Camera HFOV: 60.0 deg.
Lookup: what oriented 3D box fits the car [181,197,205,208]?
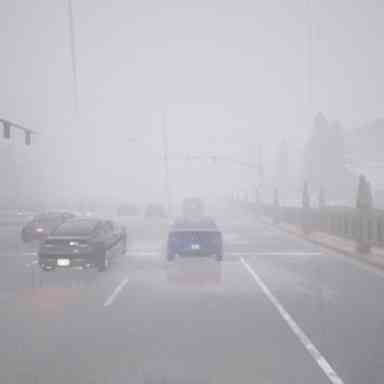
[{"bbox_3d":[0.107,1.519,33.397,2.150,2.045,5.566,0,-1,0],"label":"car"}]

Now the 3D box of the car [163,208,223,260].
[{"bbox_3d":[0.102,1.594,12.971,1.882,1.535,5.008,0,0,0],"label":"car"}]

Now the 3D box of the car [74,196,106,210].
[{"bbox_3d":[-14.068,1.629,45.885,2.150,2.045,5.566,0,-1,0],"label":"car"}]

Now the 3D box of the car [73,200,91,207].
[{"bbox_3d":[-20.986,2.167,63.909,1.895,1.301,4.718,0,-1,0],"label":"car"}]

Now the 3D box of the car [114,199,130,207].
[{"bbox_3d":[-13.986,2.136,66.711,2.033,1.411,5.357,0,-1,0],"label":"car"}]

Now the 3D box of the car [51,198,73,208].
[{"bbox_3d":[-20.989,1.828,53.769,2.097,1.767,4.553,0,-1,0],"label":"car"}]

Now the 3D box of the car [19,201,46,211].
[{"bbox_3d":[-21.065,1.916,44.110,1.812,1.442,4.674,0,-1,0],"label":"car"}]

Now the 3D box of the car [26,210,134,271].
[{"bbox_3d":[-3.399,1.607,11.213,1.837,1.490,4.892,0,0,0],"label":"car"}]

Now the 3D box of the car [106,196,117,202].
[{"bbox_3d":[-13.988,1.720,56.208,2.150,2.045,5.566,0,-1,0],"label":"car"}]

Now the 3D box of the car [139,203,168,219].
[{"bbox_3d":[-3.394,1.776,31.981,2.128,1.511,4.902,0,-1,0],"label":"car"}]

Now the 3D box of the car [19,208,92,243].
[{"bbox_3d":[-6.896,1.716,17.077,1.994,1.385,4.181,0,0,0],"label":"car"}]

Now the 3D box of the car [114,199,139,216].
[{"bbox_3d":[-6.894,1.803,36.651,1.882,1.535,5.008,0,-1,0],"label":"car"}]
